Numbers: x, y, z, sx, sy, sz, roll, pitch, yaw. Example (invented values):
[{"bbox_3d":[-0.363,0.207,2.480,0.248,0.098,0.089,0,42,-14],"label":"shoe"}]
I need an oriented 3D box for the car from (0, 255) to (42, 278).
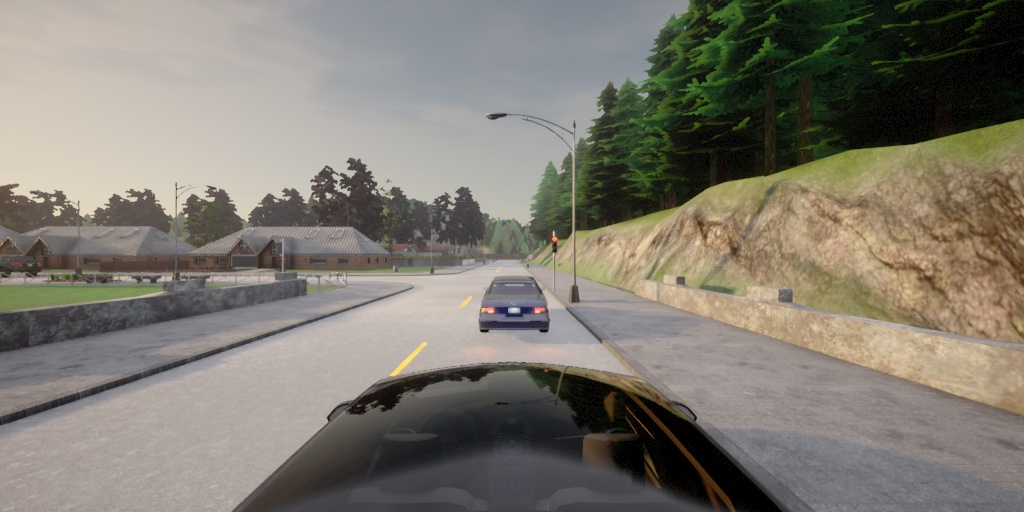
[{"bbox_3d":[-47.370,0.971,33.288,5.566,2.045,2.150,0,0,1],"label":"car"}]

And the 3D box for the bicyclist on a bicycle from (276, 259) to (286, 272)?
[{"bbox_3d":[-24.157,1.098,37.533,0.582,1.620,1.656,0,0,0],"label":"bicyclist on a bicycle"}]

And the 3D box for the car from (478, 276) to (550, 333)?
[{"bbox_3d":[0.064,1.297,10.749,2.033,1.411,5.357,0,0,0],"label":"car"}]
